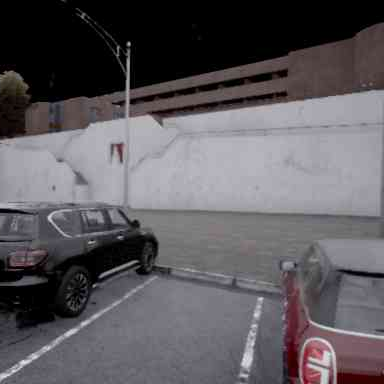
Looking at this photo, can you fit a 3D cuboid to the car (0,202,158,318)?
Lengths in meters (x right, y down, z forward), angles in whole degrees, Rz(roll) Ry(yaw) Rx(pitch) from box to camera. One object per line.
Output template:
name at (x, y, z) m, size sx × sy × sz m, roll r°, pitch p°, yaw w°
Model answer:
car at (-2.657, 1.241, 7.729) m, size 2.435 × 2.045 × 5.566 m, roll 0°, pitch -1°, yaw 16°

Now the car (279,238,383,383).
car at (2.216, 1.361, 4.182) m, size 2.185 × 1.767 × 4.553 m, roll 0°, pitch -1°, yaw 16°
